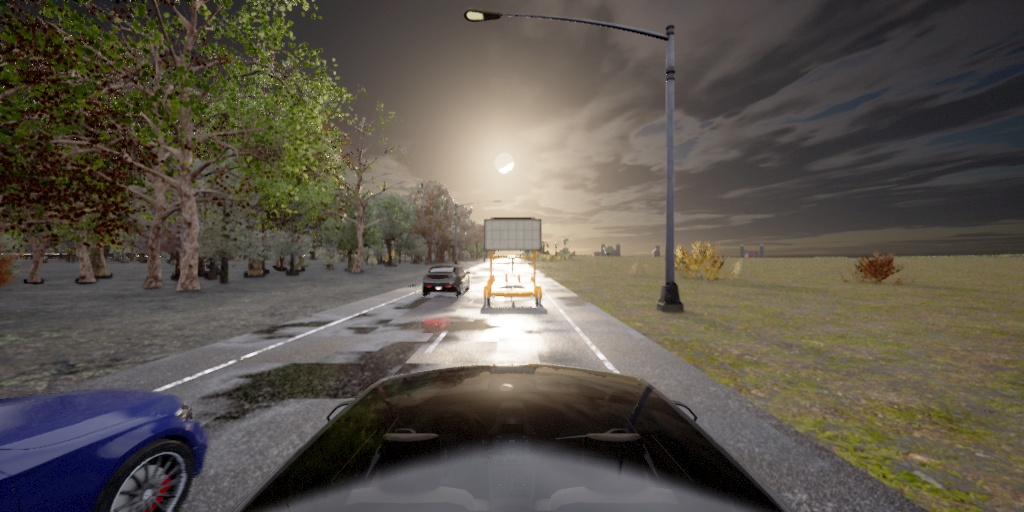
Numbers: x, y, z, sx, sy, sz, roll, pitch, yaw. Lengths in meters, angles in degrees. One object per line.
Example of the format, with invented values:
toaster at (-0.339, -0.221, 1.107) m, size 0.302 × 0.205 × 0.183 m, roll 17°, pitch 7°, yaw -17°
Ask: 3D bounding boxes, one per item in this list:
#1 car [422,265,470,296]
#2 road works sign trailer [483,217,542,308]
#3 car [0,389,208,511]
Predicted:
car at (-3.366, 1.214, 18.857) m, size 1.837 × 1.490 × 4.892 m, roll 0°, pitch 0°, yaw 0°
road works sign trailer at (0.036, 0.182, 15.030) m, size 2.380 × 3.560 × 2.880 m, roll 0°, pitch 0°, yaw 0°
car at (-3.398, 1.278, 0.940) m, size 1.812 × 1.442 × 4.674 m, roll 0°, pitch 0°, yaw 0°
